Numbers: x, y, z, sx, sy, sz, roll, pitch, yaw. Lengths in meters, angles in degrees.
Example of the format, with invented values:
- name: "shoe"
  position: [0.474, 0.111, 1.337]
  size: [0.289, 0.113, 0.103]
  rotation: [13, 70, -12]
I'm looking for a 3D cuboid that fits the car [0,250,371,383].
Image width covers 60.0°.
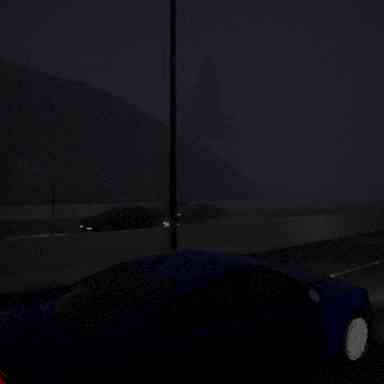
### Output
- name: "car"
  position: [0.287, 1.484, 4.085]
  size: [5.008, 1.535, 1.882]
  rotation: [0, 0, -36]

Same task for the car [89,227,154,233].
- name: "car"
  position: [-3.879, 1.535, 18.741]
  size: [4.892, 1.490, 1.837]
  rotation: [0, 0, -39]
